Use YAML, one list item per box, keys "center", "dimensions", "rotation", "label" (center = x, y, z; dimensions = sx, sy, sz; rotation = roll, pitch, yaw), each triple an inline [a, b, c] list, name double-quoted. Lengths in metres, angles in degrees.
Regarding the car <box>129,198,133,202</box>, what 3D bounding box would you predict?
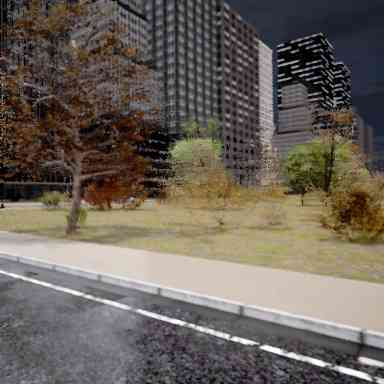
- center: [-13.648, 1.577, 67.558]
  dimensions: [1.812, 1.442, 4.674]
  rotation: [-1, -1, 37]
  label: "car"
